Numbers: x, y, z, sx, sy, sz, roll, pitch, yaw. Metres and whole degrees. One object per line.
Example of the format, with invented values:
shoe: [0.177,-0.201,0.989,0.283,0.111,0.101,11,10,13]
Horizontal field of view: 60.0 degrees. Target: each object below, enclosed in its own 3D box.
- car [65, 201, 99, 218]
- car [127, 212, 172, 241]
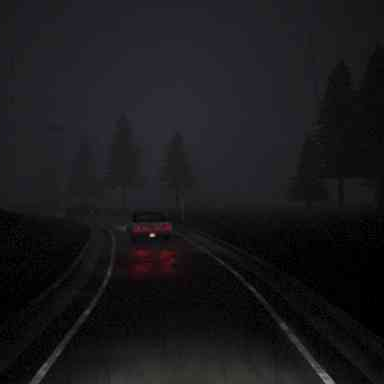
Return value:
car: [-11.155,1.693,33.476,1.882,1.535,5.008,0,-1,-41]
car: [-2.355,1.688,17.270,1.895,1.301,4.718,0,0,-14]
